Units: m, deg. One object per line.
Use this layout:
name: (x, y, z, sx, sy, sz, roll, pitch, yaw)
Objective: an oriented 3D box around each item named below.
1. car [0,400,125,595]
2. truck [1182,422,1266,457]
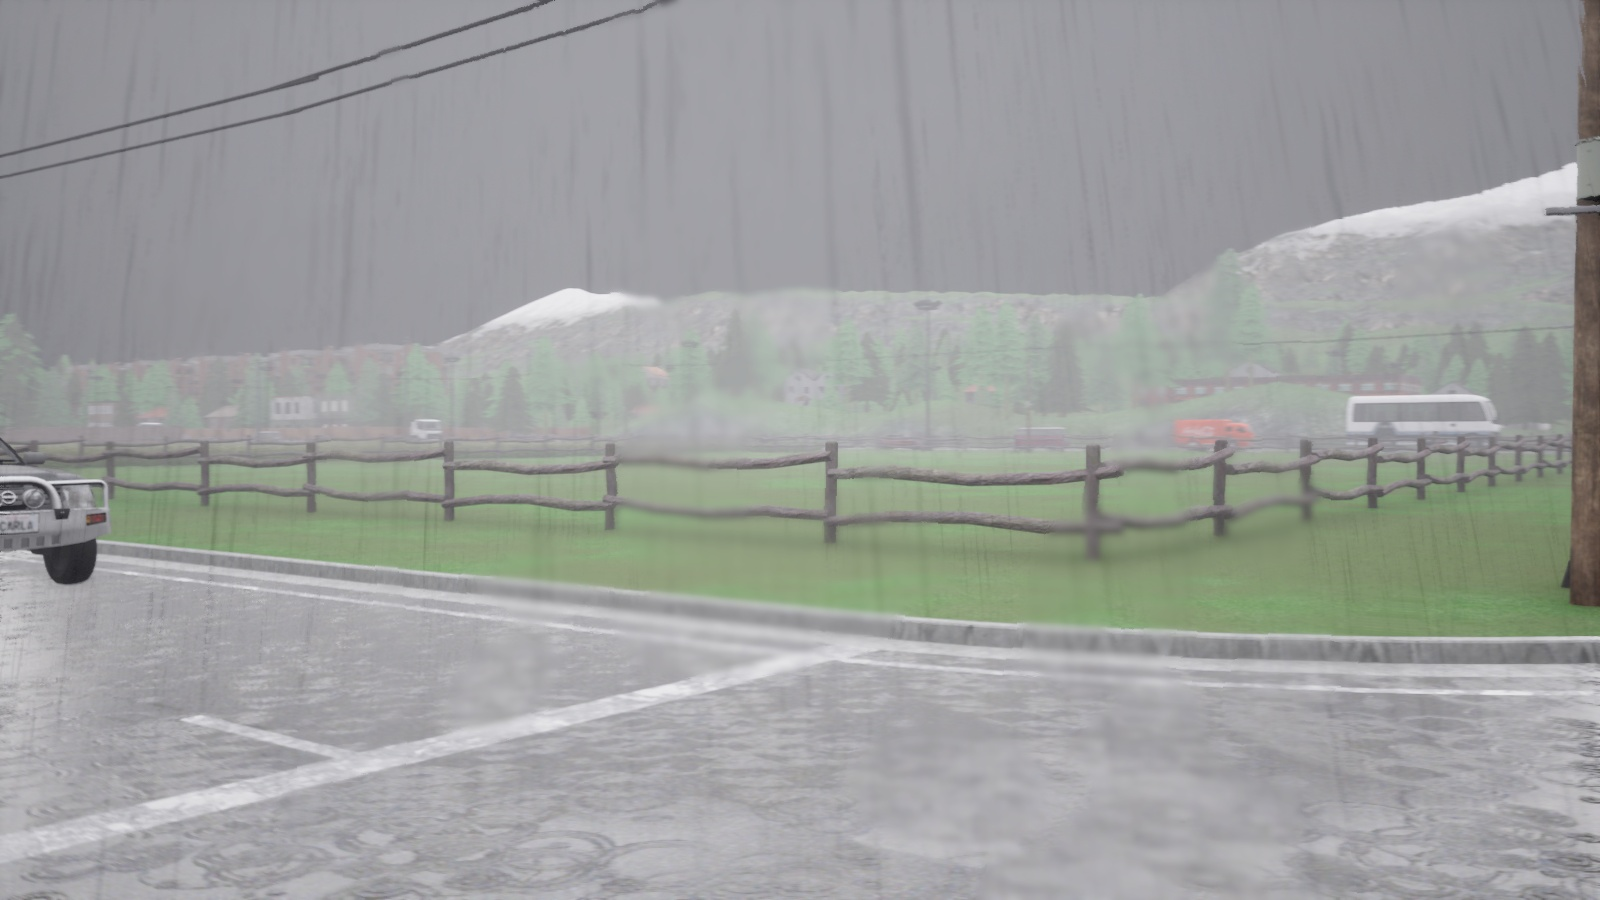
car: (-9.341, 0.421, 13.426, 4.605, 1.855, 1.932, 1, 1, 36)
truck: (30.683, -0.749, 90.978, 5.204, 2.467, 2.627, 1, 1, 35)
